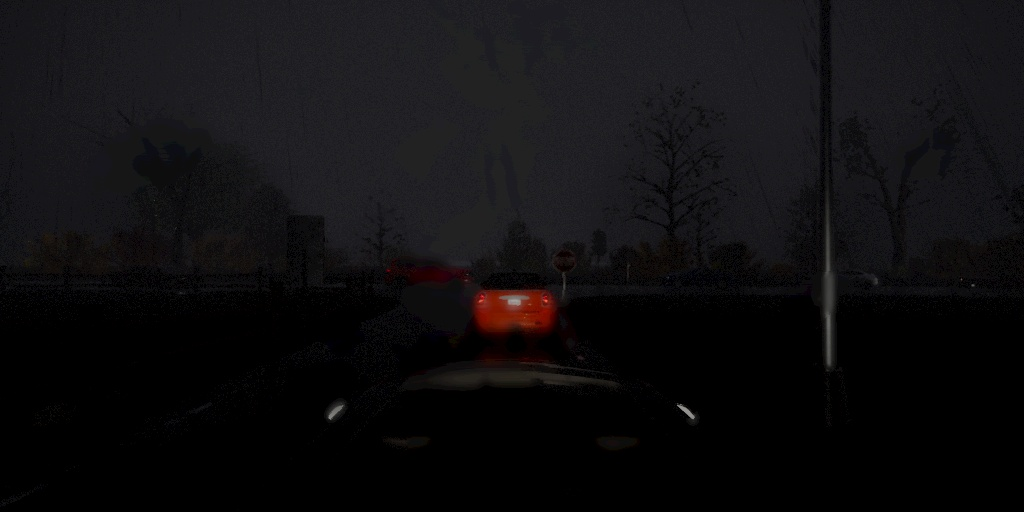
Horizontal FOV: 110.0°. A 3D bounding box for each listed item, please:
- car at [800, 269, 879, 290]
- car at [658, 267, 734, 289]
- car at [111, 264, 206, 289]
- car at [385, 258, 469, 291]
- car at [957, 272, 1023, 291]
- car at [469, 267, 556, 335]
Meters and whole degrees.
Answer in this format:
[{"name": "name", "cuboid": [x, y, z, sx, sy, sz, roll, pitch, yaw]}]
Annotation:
[{"name": "car", "cuboid": [23.404, 1.648, 25.678, 4.674, 1.442, 1.812, 0, 0, 0]}, {"name": "car", "cuboid": [13.122, 1.527, 25.700, 5.008, 1.535, 1.882, 0, 0, 0]}, {"name": "car", "cuboid": [-22.384, 1.263, 22.839, 5.008, 1.535, 1.882, 0, 0, 0]}, {"name": "car", "cuboid": [-5.181, 1.131, 22.798, 5.566, 2.045, 2.150, 0, 0, 0]}, {"name": "car", "cuboid": [35.183, 1.805, 25.639, 4.718, 1.301, 1.895, 0, 0, 0]}, {"name": "car", "cuboid": [0.049, 1.180, 10.919, 2.097, 1.767, 4.553, 0, -1, -1]}]
